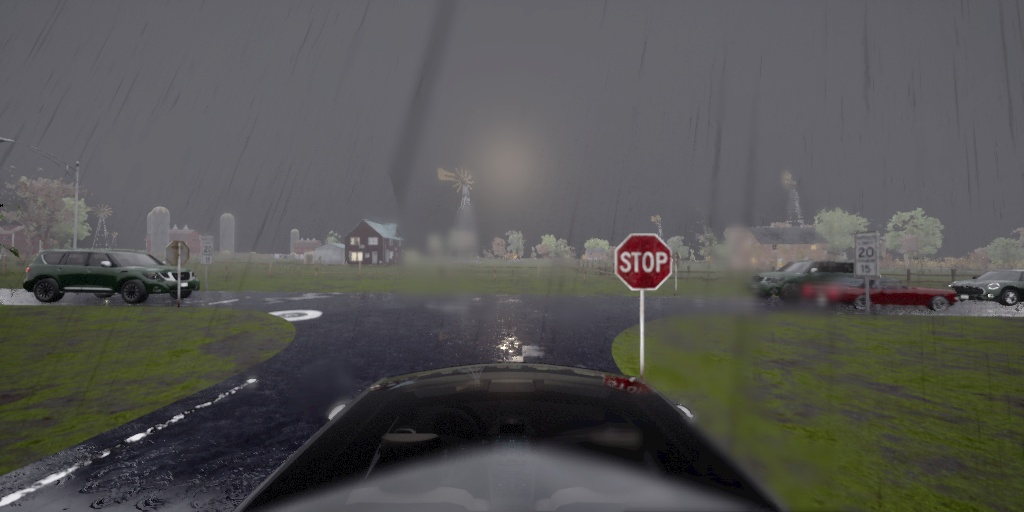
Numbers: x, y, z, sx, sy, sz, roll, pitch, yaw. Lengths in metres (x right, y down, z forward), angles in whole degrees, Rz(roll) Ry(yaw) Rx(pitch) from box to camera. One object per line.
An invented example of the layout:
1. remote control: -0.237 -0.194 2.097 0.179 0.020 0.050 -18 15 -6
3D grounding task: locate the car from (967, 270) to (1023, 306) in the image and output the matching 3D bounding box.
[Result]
1. car: 24.462 1.455 17.610 4.553 1.767 2.097 1 -1 0

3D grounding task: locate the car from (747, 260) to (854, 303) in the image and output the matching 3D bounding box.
1. car: 14.728 1.205 17.572 5.566 2.045 2.150 1 -1 0

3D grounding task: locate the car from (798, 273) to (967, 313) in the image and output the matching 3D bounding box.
1. car: 15.005 1.538 14.751 4.718 1.301 1.895 1 -1 1

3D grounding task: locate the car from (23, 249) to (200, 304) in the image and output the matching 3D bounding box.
1. car: -15.975 0.771 14.492 5.566 2.045 2.150 1 -1 0
